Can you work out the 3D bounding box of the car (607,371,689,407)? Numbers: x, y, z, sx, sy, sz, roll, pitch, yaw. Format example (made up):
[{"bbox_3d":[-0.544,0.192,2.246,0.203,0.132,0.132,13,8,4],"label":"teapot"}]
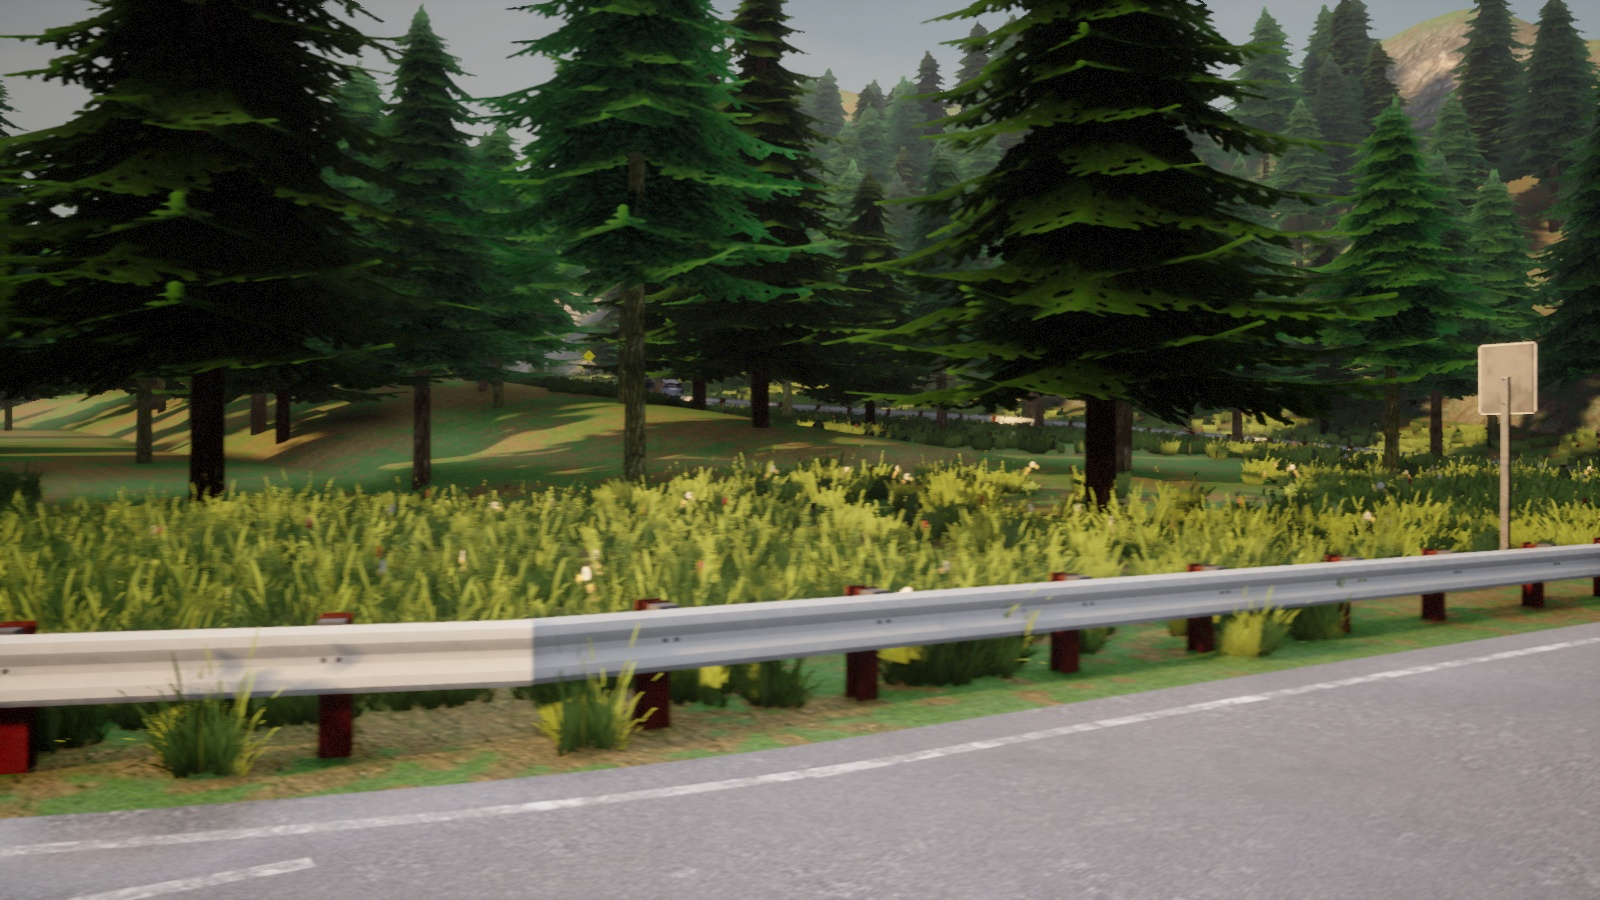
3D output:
[{"bbox_3d":[-8.283,-3.340,68.172,2.033,1.649,4.856,-1,5,-41],"label":"car"}]
